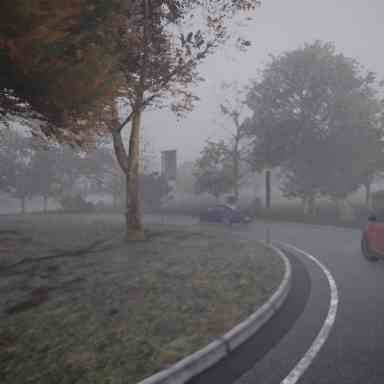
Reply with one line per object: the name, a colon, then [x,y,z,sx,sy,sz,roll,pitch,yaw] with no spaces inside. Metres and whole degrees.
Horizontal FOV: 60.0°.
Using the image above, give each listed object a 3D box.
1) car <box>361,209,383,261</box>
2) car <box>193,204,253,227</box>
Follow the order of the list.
car: [6.286,1.219,8.970,2.150,2.045,5.566,0,-2,15]
car: [2.120,1.571,24.030,1.882,1.535,5.008,0,0,-39]
